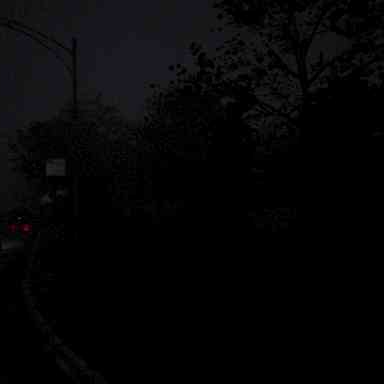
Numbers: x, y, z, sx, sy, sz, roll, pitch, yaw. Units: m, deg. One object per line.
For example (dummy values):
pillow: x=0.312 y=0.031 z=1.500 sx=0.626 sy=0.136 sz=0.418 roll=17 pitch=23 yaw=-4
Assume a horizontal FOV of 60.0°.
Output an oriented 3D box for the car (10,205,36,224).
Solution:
car: x=-17.967 y=2.471 z=35.056 sx=2.128 sy=1.511 sz=4.902 roll=0 pitch=-2 yaw=-23

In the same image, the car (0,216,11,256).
car: x=-7.734 y=1.785 z=11.289 sx=2.128 sy=1.511 sz=4.902 roll=0 pitch=-1 yaw=-23
